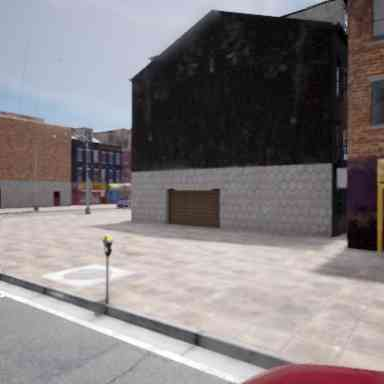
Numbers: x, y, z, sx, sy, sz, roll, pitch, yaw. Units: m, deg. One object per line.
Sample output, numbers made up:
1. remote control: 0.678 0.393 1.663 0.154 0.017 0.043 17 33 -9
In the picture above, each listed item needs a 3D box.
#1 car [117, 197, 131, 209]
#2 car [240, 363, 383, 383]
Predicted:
1. car: -7.496 1.385 42.986 1.882 1.535 5.008 0 0 36
2. car: 1.988 1.585 1.380 4.206 1.307 1.802 0 0 36
